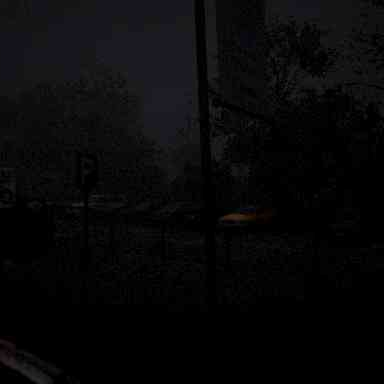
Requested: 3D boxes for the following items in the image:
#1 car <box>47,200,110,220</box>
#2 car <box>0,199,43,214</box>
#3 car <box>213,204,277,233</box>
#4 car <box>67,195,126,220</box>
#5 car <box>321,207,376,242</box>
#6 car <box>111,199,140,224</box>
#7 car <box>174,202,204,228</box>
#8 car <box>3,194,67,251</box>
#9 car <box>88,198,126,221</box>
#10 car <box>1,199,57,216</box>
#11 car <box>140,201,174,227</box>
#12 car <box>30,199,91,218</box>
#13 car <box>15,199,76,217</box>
[{"bbox_3d":[-10.040,1.505,29.781,2.231,1.521,4.892,0,0,35],"label":"car"},{"bbox_3d":[-19.081,1.515,36.238,2.163,1.488,4.792,0,0,35],"label":"car"},{"bbox_3d":[3.438,1.489,19.998,1.946,1.575,5.366,0,0,35],"label":"car"},{"bbox_3d":[-7.790,1.250,28.157,2.435,2.045,5.566,0,0,35],"label":"car"},{"bbox_3d":[8.056,1.518,16.913,2.163,1.488,4.792,0,0,35],"label":"car"},{"bbox_3d":[-3.242,1.498,24.972,2.097,1.535,5.008,0,0,35],"label":"car"},{"bbox_3d":[1.298,1.524,21.779,2.163,1.488,4.792,0,0,35],"label":"car"},{"bbox_3d":[-7.857,1.243,12.168,2.435,2.045,5.566,0,0,35],"label":"car"},{"bbox_3d":[-5.507,1.500,26.578,2.097,1.535,5.008,0,0,35],"label":"car"},{"bbox_3d":[-16.845,1.526,34.580,2.163,1.488,4.792,0,0,35],"label":"car"},{"bbox_3d":[-0.978,1.497,23.367,2.231,1.521,4.892,0,0,35],"label":"car"},{"bbox_3d":[-12.305,1.503,31.389,2.097,1.535,5.008,0,0,35],"label":"car"},{"bbox_3d":[-14.460,1.497,33.151,1.946,1.575,5.366,0,0,35],"label":"car"}]
